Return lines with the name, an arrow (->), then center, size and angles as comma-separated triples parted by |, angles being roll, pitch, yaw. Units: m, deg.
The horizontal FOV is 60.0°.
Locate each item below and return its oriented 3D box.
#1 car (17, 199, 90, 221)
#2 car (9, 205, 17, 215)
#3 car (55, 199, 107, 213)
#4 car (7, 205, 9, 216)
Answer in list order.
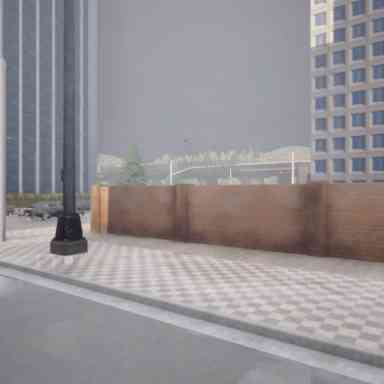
car -> -10.967, 1.480, 26.909 | 2.128, 1.511, 4.902 | 0, 0, 35
car -> -13.373, 1.588, 29.922 | 1.895, 1.301, 4.718 | 0, 0, 35
car -> -12.365, 1.533, 37.458 | 2.033, 1.411, 5.357 | 0, 0, 35
car -> -18.176, 1.533, 29.228 | 2.033, 1.411, 5.357 | 0, 0, 32
